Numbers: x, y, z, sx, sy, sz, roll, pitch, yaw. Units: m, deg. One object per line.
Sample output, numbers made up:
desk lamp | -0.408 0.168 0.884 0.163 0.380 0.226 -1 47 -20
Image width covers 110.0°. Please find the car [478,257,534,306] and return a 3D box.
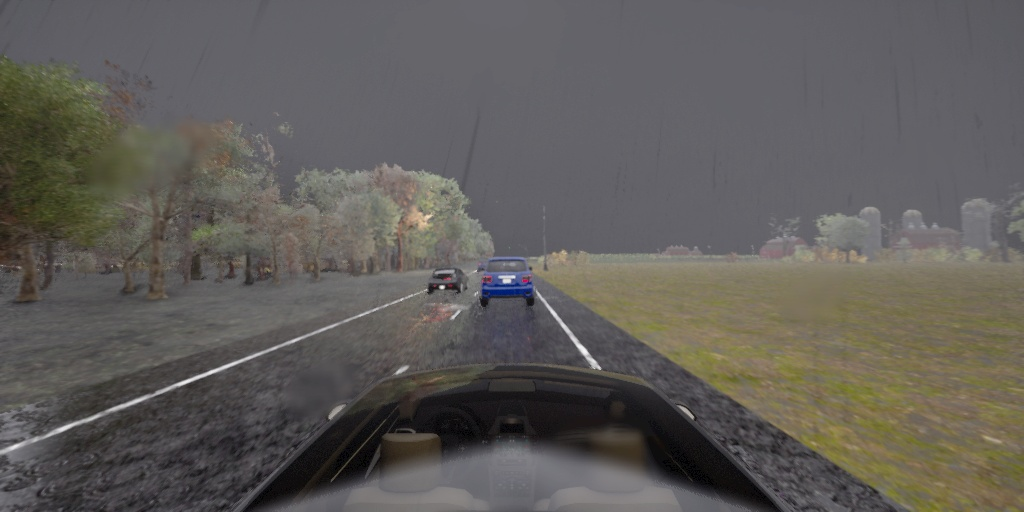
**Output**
car | -0.212 1.071 16.566 2.150 2.045 5.566 -1 0 0

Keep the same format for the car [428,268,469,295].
car | -3.738 1.442 21.484 1.837 1.490 4.892 -1 -1 0
